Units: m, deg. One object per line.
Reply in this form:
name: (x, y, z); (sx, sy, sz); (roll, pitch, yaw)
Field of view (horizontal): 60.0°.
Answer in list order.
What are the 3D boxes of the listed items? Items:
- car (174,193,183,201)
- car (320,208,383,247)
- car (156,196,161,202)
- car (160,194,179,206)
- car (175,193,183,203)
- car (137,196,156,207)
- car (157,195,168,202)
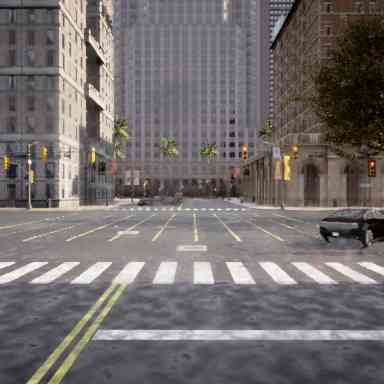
car: (-3.365, 1.204, 83.718); (2.150, 2.045, 5.566); (0, 0, 1)
car: (7.664, 1.494, 15.161); (4.902, 1.511, 2.128); (0, -1, -42)
car: (-7.018, 1.525, 68.075); (1.812, 1.442, 4.674); (0, 0, 1)
car: (-3.651, 1.504, 54.522); (1.837, 1.490, 4.892); (0, 0, 0)
car: (-3.498, 1.511, 69.316); (2.128, 1.511, 4.902); (0, 0, 1)
car: (-7.150, 1.564, 51.183); (1.994, 1.385, 4.181); (0, 0, 0)
car: (-6.907, 1.538, 79.195); (2.033, 1.411, 5.357); (0, 0, 1)
